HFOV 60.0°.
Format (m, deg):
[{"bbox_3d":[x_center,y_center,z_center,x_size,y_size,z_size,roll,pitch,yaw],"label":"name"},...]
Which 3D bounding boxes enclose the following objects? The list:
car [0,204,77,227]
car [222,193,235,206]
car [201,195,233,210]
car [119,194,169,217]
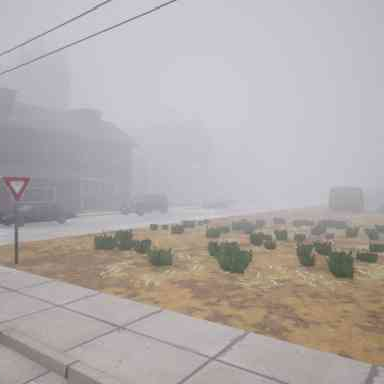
[{"bbox_3d":[-10.726,1.521,23.115,2.033,1.411,5.357,0,0,35],"label":"car"},{"bbox_3d":[5.758,1.118,54.091,1.905,1.878,3.866,6,1,-8],"label":"car"},{"bbox_3d":[3.029,1.499,42.916,1.812,1.442,4.674,0,0,35],"label":"car"},{"bbox_3d":[-4.491,1.196,32.118,2.150,2.045,5.566,0,0,35],"label":"car"}]
